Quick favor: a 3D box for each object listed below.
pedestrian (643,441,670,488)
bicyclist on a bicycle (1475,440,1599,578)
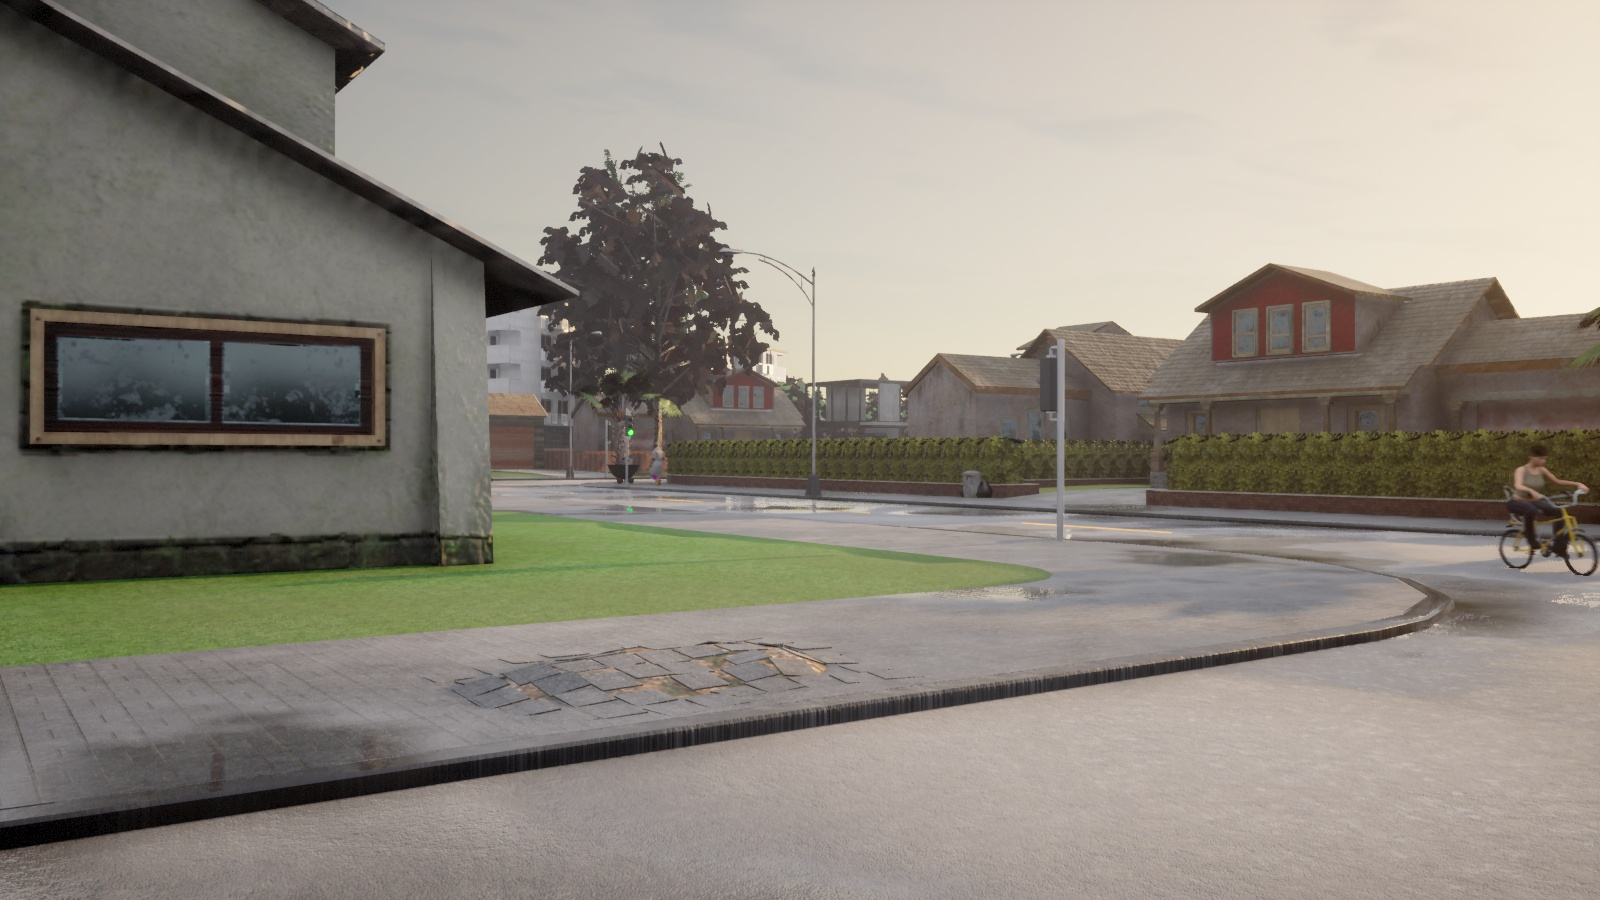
[{"bbox_3d":[-5.980,0.595,52.301,0.873,1.952,0.659,0,0,34],"label":"pedestrian"},{"bbox_3d":[9.450,0.700,15.743,0.866,1.612,1.509,-3,1,-15],"label":"bicyclist on a bicycle"}]
